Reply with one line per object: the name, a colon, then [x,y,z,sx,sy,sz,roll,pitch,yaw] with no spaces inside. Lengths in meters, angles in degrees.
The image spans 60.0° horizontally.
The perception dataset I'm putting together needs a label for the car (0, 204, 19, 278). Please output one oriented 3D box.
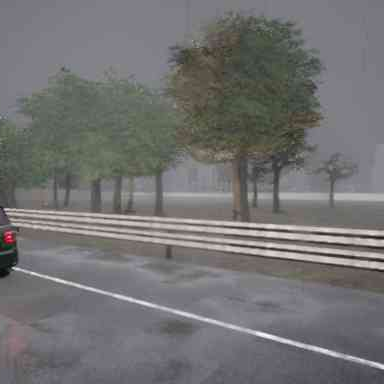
car: [-6.796,1.215,8.816,5.566,2.045,2.150,0,0,36]
